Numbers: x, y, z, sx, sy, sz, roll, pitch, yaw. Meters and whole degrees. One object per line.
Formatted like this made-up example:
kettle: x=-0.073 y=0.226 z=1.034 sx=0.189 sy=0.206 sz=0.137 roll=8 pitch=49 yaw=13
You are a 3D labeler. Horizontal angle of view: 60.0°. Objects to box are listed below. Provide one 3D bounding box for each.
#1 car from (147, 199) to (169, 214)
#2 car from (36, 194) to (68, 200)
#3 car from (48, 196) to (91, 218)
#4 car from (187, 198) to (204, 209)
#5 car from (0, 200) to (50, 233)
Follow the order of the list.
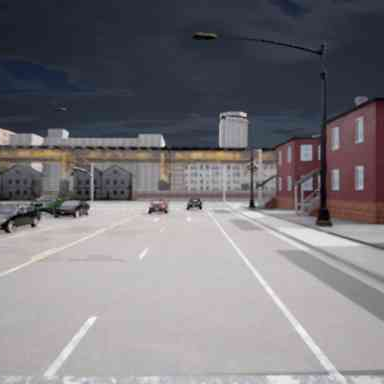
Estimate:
car: x=-3.389 y=1.485 z=34.342 sx=1.812 sy=1.442 sz=4.674 roll=0 pitch=0 yaw=0
car: x=-14.055 y=1.182 z=33.308 sx=2.150 sy=2.045 sz=5.566 roll=0 pitch=0 yaw=0
car: x=-10.571 y=1.443 z=29.650 sx=1.882 sy=1.535 sz=5.008 roll=0 pitch=0 yaw=0
car: x=0.517 y=1.473 z=43.219 sx=1.812 sy=1.442 sz=4.674 roll=0 pitch=0 yaw=7
car: x=-10.591 y=1.469 z=19.408 sx=2.128 sy=1.511 sz=4.902 roll=0 pitch=0 yaw=0
